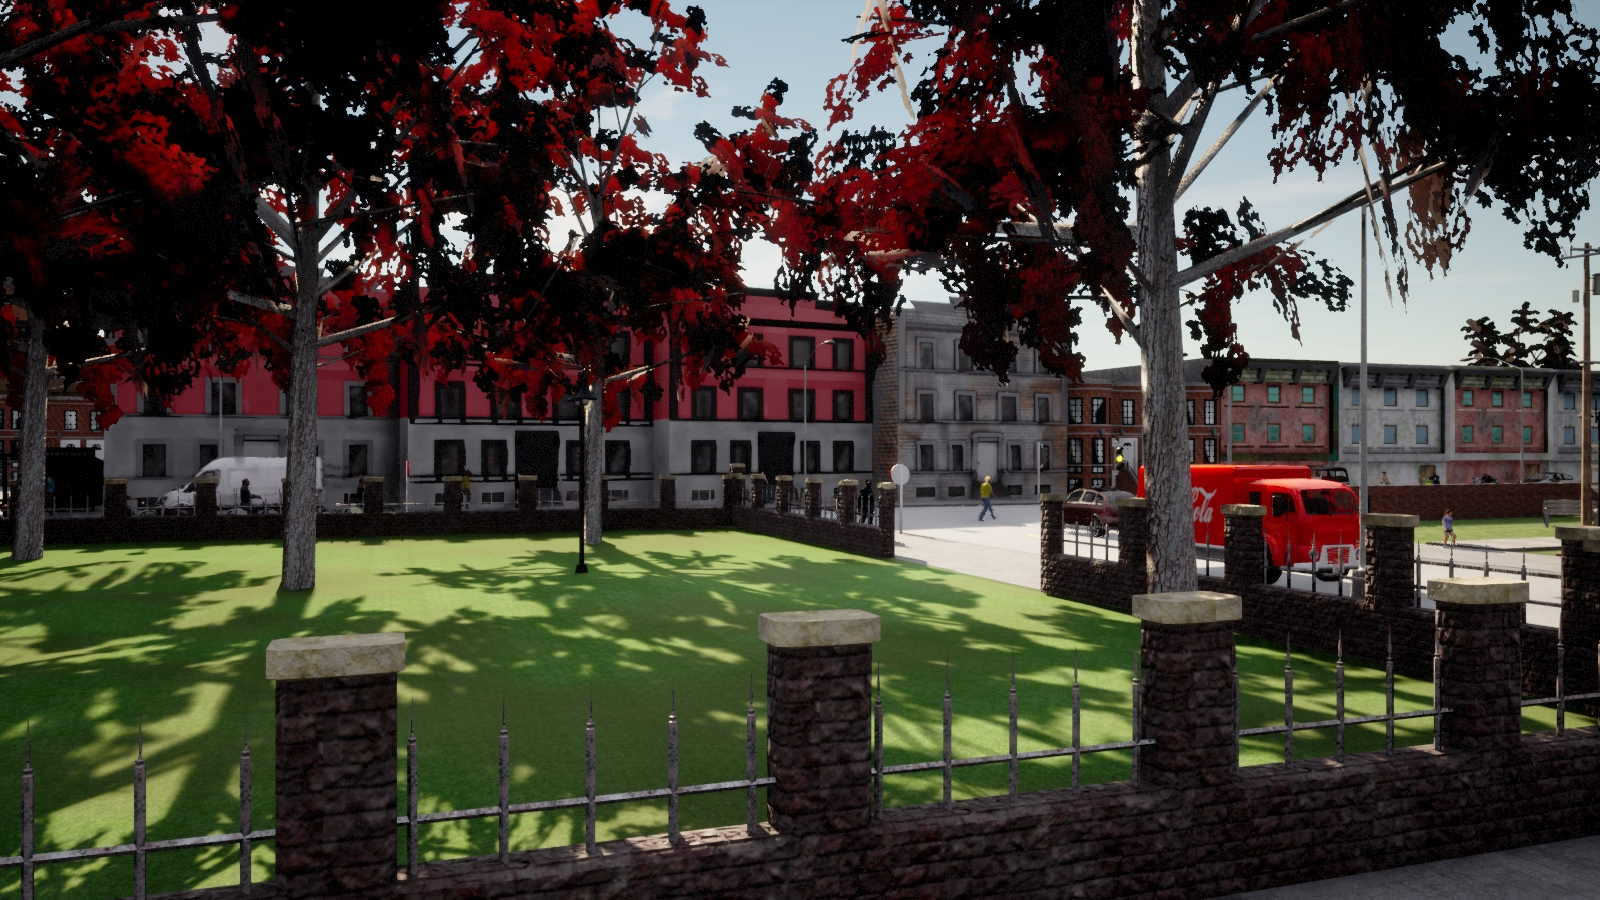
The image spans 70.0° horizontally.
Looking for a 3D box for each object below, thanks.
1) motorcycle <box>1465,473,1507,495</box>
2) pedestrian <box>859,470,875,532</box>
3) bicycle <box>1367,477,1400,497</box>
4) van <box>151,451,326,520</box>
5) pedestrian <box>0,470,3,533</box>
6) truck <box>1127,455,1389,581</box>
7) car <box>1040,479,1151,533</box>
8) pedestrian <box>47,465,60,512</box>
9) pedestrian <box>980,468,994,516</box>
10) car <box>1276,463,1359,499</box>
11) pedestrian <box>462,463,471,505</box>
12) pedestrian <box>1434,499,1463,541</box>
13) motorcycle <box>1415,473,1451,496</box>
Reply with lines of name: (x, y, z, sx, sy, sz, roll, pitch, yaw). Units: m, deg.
motorcycle: (39.853, 1.985, 66.375, 2.209, 1.251, 0.867, 0, 0, -20)
pedestrian: (2.005, 1.525, 34.259, 0.375, 1.860, 0.375, 0, 0, -19)
bicycle: (32.543, 2.036, 63.766, 1.487, 1.080, 0.859, 0, 0, -20)
van: (-21.576, 1.314, 44.224, 5.915, 2.561, 1.988, 0, 0, -20)
pedestrian: (-23.978, 1.524, 33.957, 0.375, 1.860, 0.375, 0, 0, -20)
truck: (9.964, 1.348, 25.442, 2.627, 2.467, 5.204, 0, 0, -20)
car: (9.717, 1.807, 37.813, 1.789, 1.549, 3.705, 0, 0, -20)
pedestrian: (-29.706, 1.522, 45.448, 0.375, 1.860, 0.375, 0, 0, -43)
pedestrian: (7.268, 1.628, 44.363, 0.375, 1.860, 0.375, 0, 0, -23)
car: (28.140, 1.638, 62.162, 3.866, 1.878, 1.905, 0, 0, -20)
pedestrian: (-14.872, 1.524, 50.900, 0.375, 1.860, 0.375, 0, 0, -13)
pedestrian: (17.760, 1.904, 31.299, 0.500, 1.100, 0.500, 0, 0, -19)
motorcycle: (36.002, 1.962, 64.979, 1.805, 1.236, 0.856, 0, 0, -20)
